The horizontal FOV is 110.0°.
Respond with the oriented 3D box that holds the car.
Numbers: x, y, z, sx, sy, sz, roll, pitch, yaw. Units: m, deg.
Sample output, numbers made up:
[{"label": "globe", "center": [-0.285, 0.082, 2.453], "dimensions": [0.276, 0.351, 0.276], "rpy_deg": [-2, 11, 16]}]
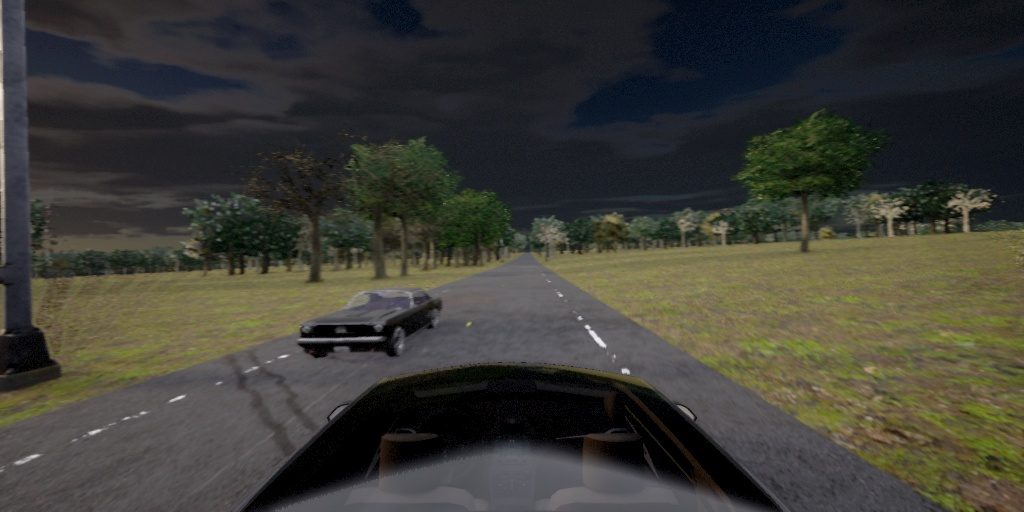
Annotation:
[{"label": "car", "center": [-3.205, 1.508, 9.131], "dimensions": [1.895, 1.301, 4.718], "rpy_deg": [-2, 0, 3]}]
